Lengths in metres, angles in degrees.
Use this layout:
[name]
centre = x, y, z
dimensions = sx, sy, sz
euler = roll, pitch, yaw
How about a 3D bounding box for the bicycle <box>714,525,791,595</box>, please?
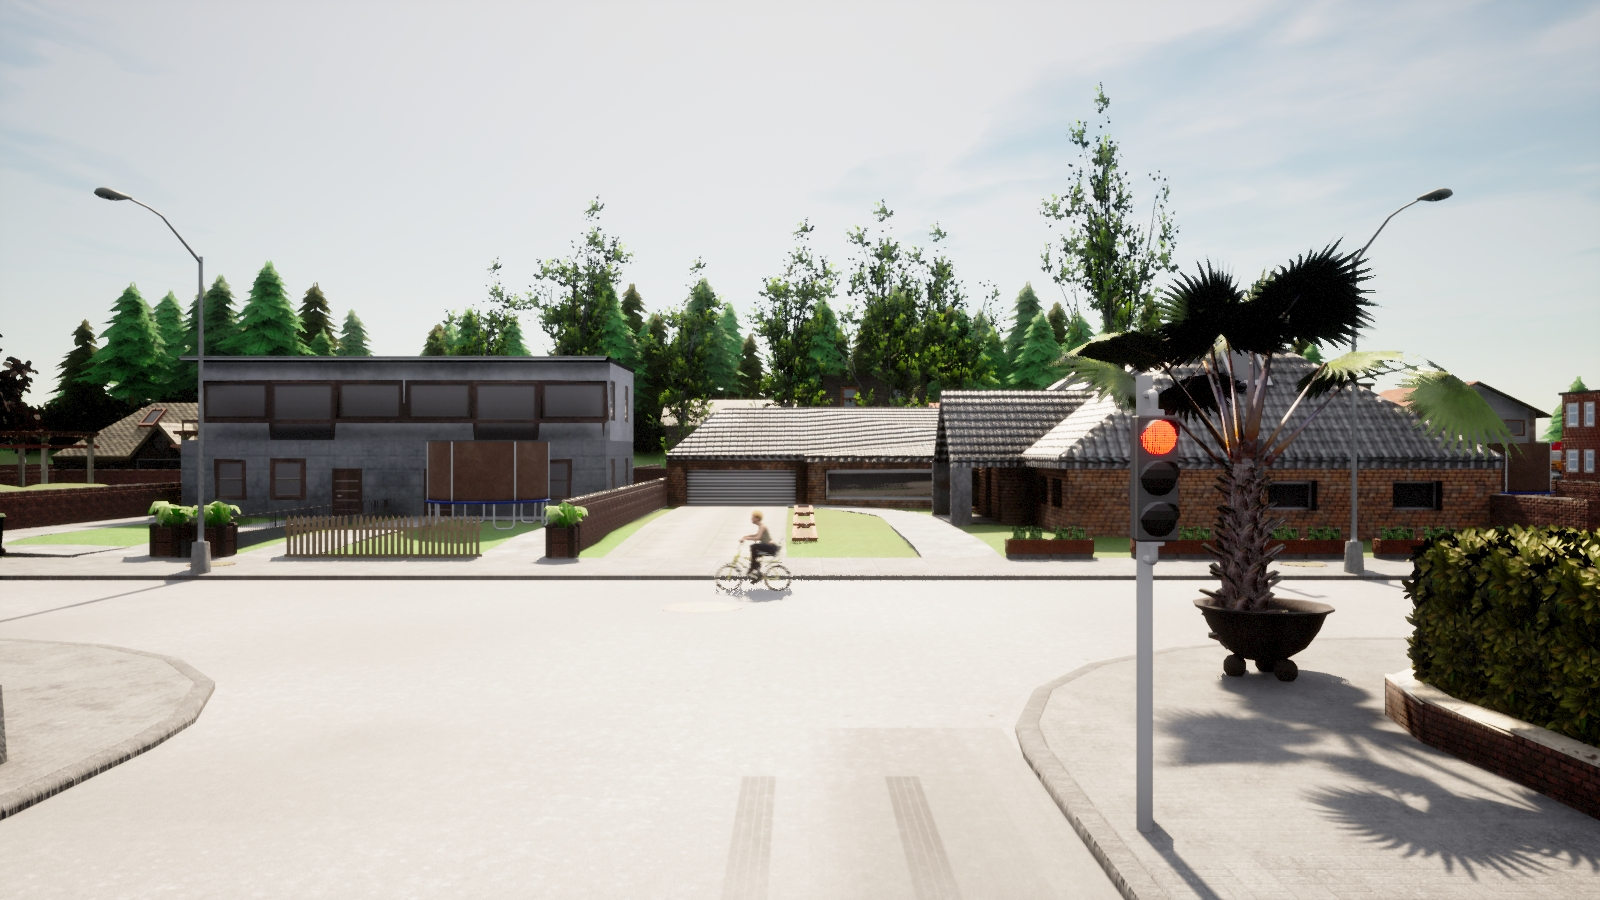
[bicycle]
centre = -0.919, 2.149, 22.444
dimensions = 1.487, 1.276, 0.859
euler = 0, 0, 0
